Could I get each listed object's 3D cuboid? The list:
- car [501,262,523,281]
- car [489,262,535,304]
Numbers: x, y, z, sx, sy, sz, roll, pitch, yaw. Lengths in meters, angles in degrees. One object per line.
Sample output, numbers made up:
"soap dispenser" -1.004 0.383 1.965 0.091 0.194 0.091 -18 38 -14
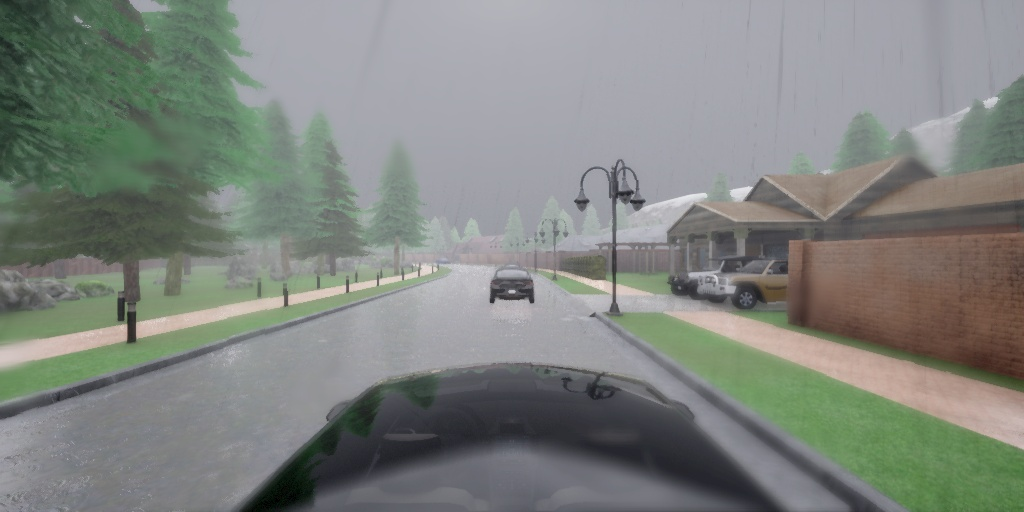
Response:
"car" -0.003 1.283 31.466 1.812 1.442 4.674 0 0 0
"car" 0.000 1.235 16.453 1.882 1.535 5.008 0 0 0
